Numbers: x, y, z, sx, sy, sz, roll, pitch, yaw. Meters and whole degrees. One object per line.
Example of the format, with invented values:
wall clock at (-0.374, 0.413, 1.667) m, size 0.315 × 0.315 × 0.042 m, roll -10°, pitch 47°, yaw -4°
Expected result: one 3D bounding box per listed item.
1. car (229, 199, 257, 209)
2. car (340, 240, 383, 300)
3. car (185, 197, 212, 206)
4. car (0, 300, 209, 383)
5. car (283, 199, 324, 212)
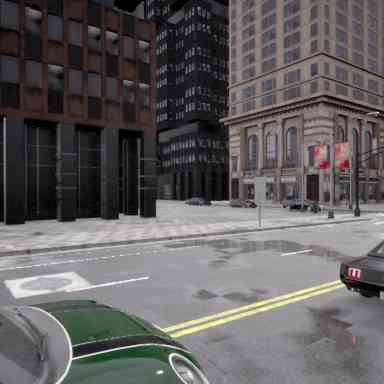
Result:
car at (7.050, 1.601, 46.215) m, size 1.994 × 1.385 × 4.181 m, roll 0°, pitch 0°, yaw -36°
car at (5.347, 1.601, 7.255) m, size 4.718 × 1.301 × 1.895 m, roll 0°, pitch 0°, yaw -35°
car at (0.986, 1.597, 54.809) m, size 2.033 × 1.411 × 5.357 m, roll 0°, pitch 0°, yaw -36°
car at (-1.997, 1.352, 2.014) m, size 4.553 × 1.767 × 2.097 m, roll 0°, pitch 0°, yaw -35°
car at (12.716, 1.517, 38.213) m, size 2.128 × 1.511 × 4.902 m, roll 0°, pitch 0°, yaw -35°
